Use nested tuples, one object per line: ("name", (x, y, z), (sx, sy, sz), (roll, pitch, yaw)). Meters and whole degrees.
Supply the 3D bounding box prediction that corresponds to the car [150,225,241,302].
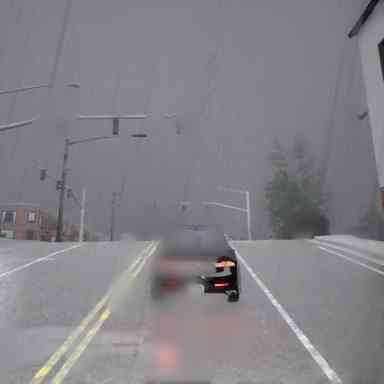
("car", (0.090, 1.595, 8.524), (2.128, 1.511, 4.902), (0, -1, 0))
